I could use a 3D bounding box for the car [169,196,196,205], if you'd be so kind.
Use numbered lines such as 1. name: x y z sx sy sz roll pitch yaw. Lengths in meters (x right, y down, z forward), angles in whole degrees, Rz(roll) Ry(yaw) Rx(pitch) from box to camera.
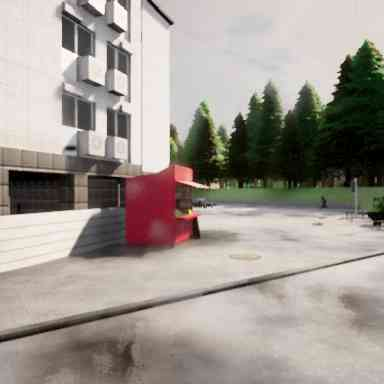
1. car: -1.716 1.503 58.240 2.033 1.411 5.357 0 0 -35

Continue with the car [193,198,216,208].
1. car: 1.143 1.508 47.052 2.033 1.411 5.357 0 0 -35

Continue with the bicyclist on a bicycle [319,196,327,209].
1. bicyclist on a bicycle: 16.019 1.298 40.597 1.656 1.620 0.582 0 0 -35
